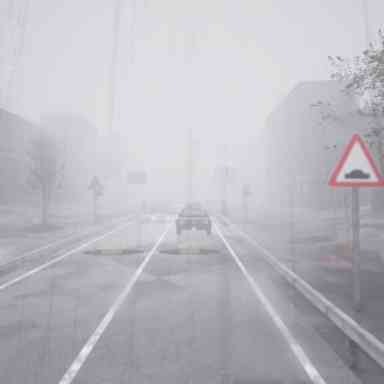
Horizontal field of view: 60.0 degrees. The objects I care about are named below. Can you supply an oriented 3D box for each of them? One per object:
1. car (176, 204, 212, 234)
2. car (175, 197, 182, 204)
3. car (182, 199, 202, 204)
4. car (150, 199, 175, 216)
[{"bbox_3d":[0.100,1.604,19.423,1.895,1.301,4.718,0,0,0],"label":"car"},{"bbox_3d":[-2.987,1.920,75.113,2.128,1.511,4.902,0,1,0],"label":"car"},{"bbox_3d":[0.106,1.590,37.668,1.882,1.535,5.008,0,-1,0],"label":"car"},{"bbox_3d":[-3.088,1.567,33.924,1.837,1.490,4.892,0,-1,0],"label":"car"}]
